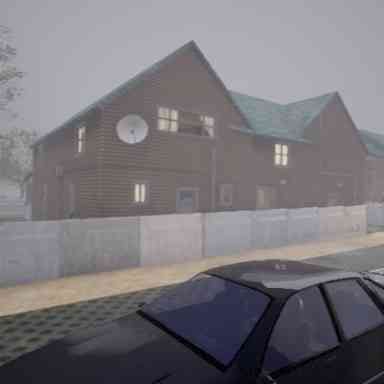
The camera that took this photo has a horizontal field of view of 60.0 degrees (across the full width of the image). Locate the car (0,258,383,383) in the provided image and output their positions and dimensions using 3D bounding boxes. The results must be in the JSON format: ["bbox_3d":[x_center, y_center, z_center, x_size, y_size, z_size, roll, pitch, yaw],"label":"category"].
[{"bbox_3d":[0.812,1.543,3.643,5.357,1.411,2.033,0,0,-35],"label":"car"}]
